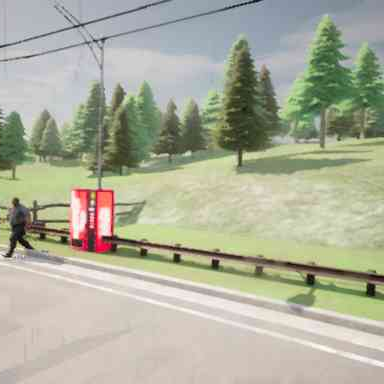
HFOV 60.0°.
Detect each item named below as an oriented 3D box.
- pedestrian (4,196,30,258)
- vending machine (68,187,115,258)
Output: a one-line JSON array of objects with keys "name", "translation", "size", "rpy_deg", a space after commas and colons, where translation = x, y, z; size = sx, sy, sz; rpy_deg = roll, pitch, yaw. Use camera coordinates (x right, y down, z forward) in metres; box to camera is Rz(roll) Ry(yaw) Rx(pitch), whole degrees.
[{"name": "pedestrian", "translation": [-5.081, 0.961, 9.663], "size": [0.375, 1.860, 0.375], "rpy_deg": [2, 1, 29]}, {"name": "vending machine", "translation": [-3.157, 0.897, 10.499], "size": [0.880, 2.100, 1.100], "rpy_deg": [2, 1, 30]}]
